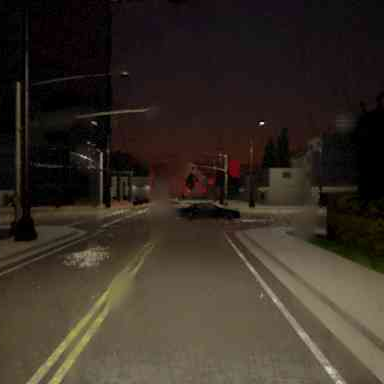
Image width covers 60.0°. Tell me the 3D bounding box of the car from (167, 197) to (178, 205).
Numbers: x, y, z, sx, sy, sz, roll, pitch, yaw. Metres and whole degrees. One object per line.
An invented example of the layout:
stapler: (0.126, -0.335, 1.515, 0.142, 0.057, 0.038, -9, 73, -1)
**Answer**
car: (-3.515, 1.598, 61.253, 1.882, 1.535, 5.008, 0, 0, 1)

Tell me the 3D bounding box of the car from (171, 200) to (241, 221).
car: (1.179, 1.609, 26.891, 5.357, 1.411, 2.033, 0, 0, 0)
